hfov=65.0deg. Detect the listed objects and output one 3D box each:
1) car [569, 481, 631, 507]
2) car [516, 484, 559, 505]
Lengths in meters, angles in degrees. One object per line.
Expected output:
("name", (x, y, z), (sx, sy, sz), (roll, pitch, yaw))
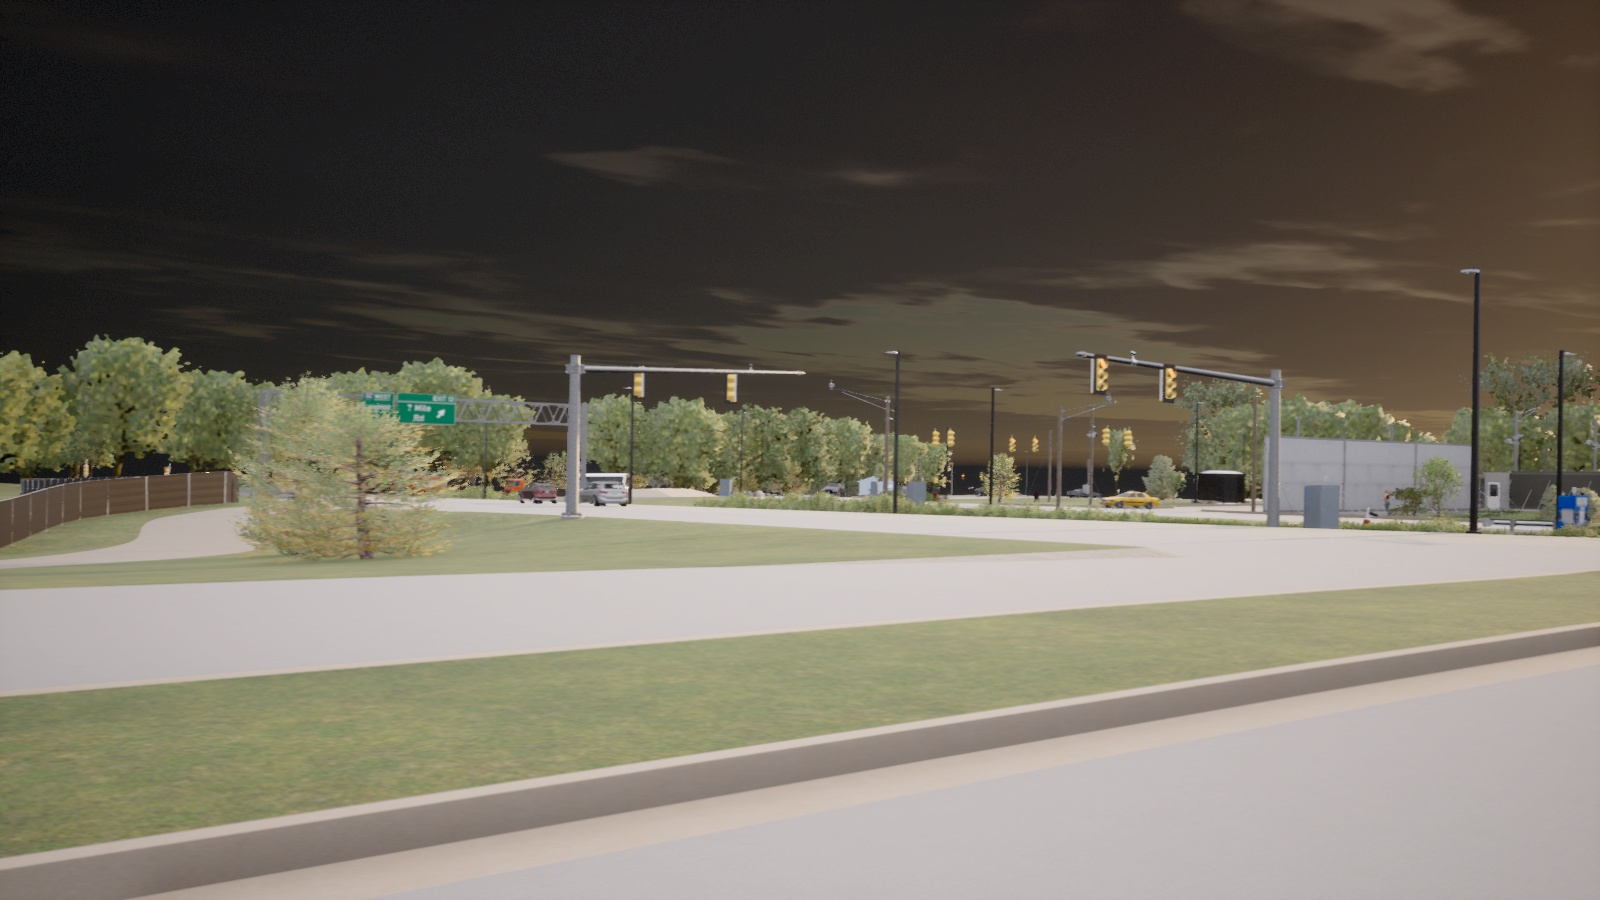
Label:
("car", (-13.154, 2.849, 82.473), (2.242, 1.667, 4.611), (1, -2, -34))
("car", (-19.083, 3.214, 91.119), (1.789, 1.549, 3.705), (1, -2, -34))
